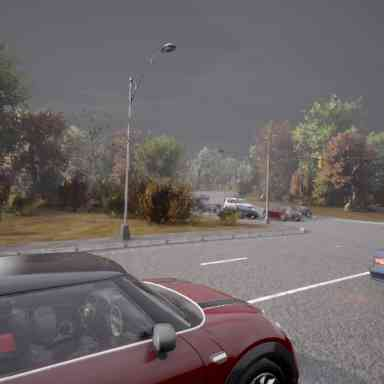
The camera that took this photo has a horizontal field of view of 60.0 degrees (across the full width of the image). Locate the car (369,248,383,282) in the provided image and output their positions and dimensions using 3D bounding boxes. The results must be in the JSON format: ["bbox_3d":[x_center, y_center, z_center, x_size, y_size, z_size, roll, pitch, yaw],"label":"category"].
[{"bbox_3d":[6.633,1.667,8.499,5.357,1.411,2.033,2,-1,-36],"label":"car"}]

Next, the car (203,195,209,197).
[{"bbox_3d":[3.242,1.869,53.812,1.882,1.535,5.008,2,1,-14],"label":"car"}]

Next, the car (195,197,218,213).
[{"bbox_3d":[1.910,1.957,45.763,1.837,1.490,4.892,3,1,-17],"label":"car"}]

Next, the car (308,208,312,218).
[{"bbox_3d":[13.763,2.522,43.954,1.837,1.490,4.892,2,0,-20],"label":"car"}]

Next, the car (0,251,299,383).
[{"bbox_3d":[-1.122,1.354,2.945,4.553,1.767,2.097,0,0,-36],"label":"car"}]

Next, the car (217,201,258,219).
[{"bbox_3d":[5.230,2.139,36.609,2.033,1.411,5.357,3,-1,-23],"label":"car"}]

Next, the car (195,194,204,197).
[{"bbox_3d":[0.669,1.468,66.422,1.895,1.301,4.718,2,2,-8],"label":"car"}]

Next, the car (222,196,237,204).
[{"bbox_3d":[7.652,1.677,68.404,1.994,1.385,4.181,2,2,-8],"label":"car"}]

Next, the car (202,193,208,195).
[{"bbox_3d":[3.009,1.065,78.432,2.128,1.511,4.902,2,2,-1],"label":"car"}]

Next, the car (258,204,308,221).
[{"bbox_3d":[9.602,2.114,35.467,2.097,1.767,4.553,3,-1,-24],"label":"car"}]

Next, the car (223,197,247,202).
[{"bbox_3d":[6.171,1.883,44.070,2.150,2.045,5.566,3,0,-19],"label":"car"}]
